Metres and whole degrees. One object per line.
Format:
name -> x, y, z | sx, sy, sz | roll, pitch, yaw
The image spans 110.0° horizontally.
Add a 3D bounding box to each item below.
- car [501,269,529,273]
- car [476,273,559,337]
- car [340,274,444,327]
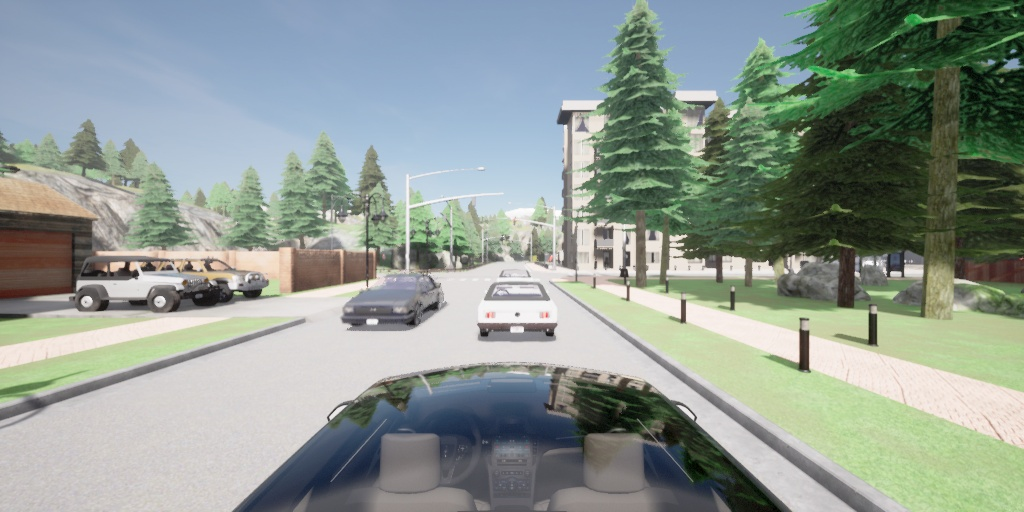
car -> 0.162, 1.345, 19.404 | 1.895, 1.301, 4.718 | 0, 0, 0
car -> 0.132, 1.348, 10.236 | 1.895, 1.301, 4.718 | 0, 0, 0
car -> -3.548, 1.294, 11.801 | 2.033, 1.411, 5.357 | 0, 0, 0
